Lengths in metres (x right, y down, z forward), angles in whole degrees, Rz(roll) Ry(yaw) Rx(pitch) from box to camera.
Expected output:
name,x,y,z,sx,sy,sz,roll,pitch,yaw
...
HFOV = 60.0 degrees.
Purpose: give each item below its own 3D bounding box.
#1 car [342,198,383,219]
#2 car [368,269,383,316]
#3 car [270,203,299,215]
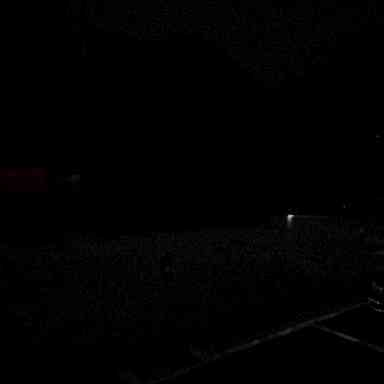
name,x,y,z,sx,sy,sz,roll,pitch,yaw
car,16.478,1.560,29.966,2.150,2.045,5.566,0,-1,-35
car,5.133,1.595,6.438,4.403,1.369,2.008,0,0,-35
car,10.225,1.970,38.767,1.812,1.442,4.674,0,-1,-35
